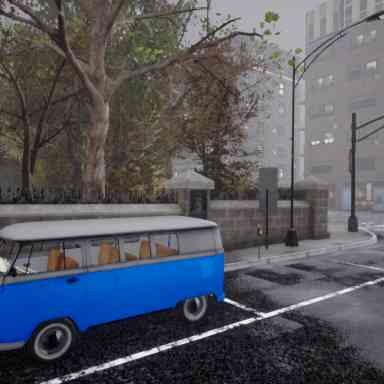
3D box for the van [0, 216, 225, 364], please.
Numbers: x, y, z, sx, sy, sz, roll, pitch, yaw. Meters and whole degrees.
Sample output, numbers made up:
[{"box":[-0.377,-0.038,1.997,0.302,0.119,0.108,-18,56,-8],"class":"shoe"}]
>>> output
[{"box":[-1.302,1.342,5.563,3.998,1.788,1.690,0,1,-35],"class":"van"}]
